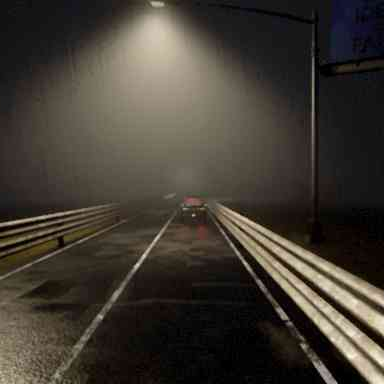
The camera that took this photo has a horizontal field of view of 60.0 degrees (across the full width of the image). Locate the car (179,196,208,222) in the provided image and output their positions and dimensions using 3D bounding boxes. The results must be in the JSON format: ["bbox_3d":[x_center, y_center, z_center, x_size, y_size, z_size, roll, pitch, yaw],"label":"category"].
[{"bbox_3d":[0.108,1.329,24.306,2.128,1.511,4.902,0,0,0],"label":"car"}]

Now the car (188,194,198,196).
[{"bbox_3d":[0.113,1.077,41.202,2.097,1.767,4.553,0,0,0],"label":"car"}]
